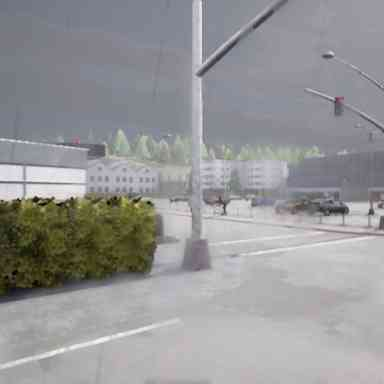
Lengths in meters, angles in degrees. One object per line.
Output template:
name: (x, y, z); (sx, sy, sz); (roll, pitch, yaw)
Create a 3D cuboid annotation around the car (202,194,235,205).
car: (4.268, 1.324, 54.926); (4.514, 1.523, 2.007); (0, 0, -35)

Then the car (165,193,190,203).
car: (-2.278, 1.124, 65.548); (4.605, 1.855, 1.932); (0, 0, -35)

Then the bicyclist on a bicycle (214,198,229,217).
bicyclist on a bicycle: (2.520, 1.314, 28.133); (1.656, 1.620, 0.582); (0, 0, -35)

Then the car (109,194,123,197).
car: (-19.193, 1.188, 85.325); (4.553, 1.767, 2.097); (0, 0, -35)

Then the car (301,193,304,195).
car: (21.096, 1.116, 62.432); (3.866, 1.878, 1.905); (0, 0, -35)

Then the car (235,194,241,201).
car: (9.835, 1.271, 78.000); (3.806, 1.475, 1.970); (0, 0, -35)

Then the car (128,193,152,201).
car: (-9.210, 1.381, 60.664); (3.806, 1.475, 1.970); (0, 0, -35)

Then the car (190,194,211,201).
car: (1.958, 1.332, 76.969); (4.514, 1.523, 2.007); (0, 0, -35)

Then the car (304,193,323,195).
car: (23.097, 1.137, 60.285); (4.605, 1.855, 1.932); (0, 0, -35)

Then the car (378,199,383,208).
car: (25.830, 1.419, 43.164); (3.806, 1.475, 1.970); (0, 0, -35)

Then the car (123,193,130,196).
car: (-10.611, 1.097, 63.740); (3.866, 1.878, 1.905); (0, 0, -35)

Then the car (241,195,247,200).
car: (13.773, 1.193, 72.923); (5.027, 1.636, 2.152); (0, 0, -35)

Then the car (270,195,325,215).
car: (10.439, 1.351, 32.602); (5.027, 1.636, 2.152); (0, 0, -35)

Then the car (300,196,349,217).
car: (12.278, 1.360, 30.059); (4.514, 1.523, 2.007); (0, 0, -35)

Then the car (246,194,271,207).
car: (9.952, 1.346, 46.707); (3.633, 1.501, 1.845); (0, 0, -35)
